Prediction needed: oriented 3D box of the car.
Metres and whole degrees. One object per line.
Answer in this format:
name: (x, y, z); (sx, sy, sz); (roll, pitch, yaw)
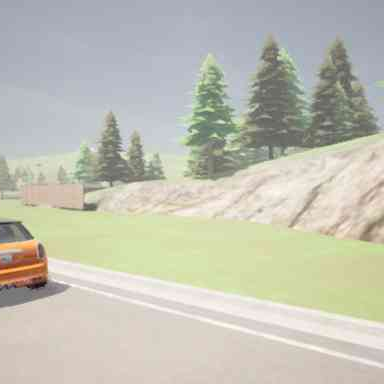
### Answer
car: (-5.432, 1.362, 7.969); (4.553, 1.767, 2.097); (0, 0, 38)
